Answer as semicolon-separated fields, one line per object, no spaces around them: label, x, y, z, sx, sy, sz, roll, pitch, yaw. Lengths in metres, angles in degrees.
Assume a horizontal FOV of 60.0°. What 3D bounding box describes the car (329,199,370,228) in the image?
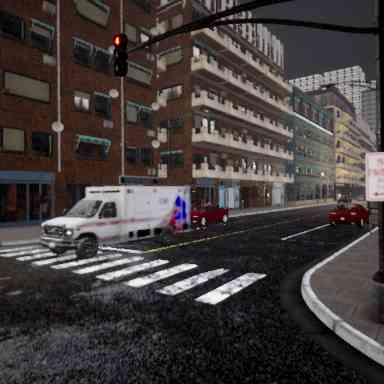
car;9.839;1.369;20.625;1.887;1.381;4.507;-1;0;36

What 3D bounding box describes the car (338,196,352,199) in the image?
car;26.542;1.341;57.703;1.947;1.339;4.313;-1;0;36

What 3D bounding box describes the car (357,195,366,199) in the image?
car;36.633;1.287;71.443;1.802;1.307;4.206;-1;0;36

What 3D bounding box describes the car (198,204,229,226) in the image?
car;0.915;1.508;23.021;1.887;1.381;4.507;-1;0;36

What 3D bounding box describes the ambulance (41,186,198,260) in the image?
ambulance;-2.689;1.000;13.372;2.351;2.431;6.366;-1;0;36
